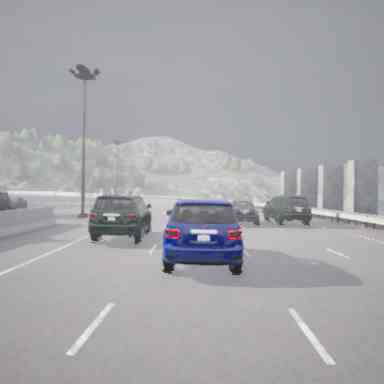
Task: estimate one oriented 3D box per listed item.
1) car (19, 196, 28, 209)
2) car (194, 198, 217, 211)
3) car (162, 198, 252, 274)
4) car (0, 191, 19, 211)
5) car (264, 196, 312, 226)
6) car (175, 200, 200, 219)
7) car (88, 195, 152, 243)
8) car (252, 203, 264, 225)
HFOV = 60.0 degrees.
[{"bbox_3d":[-18.878,1.170,35.185,1.812,1.442,4.674,1,0,-7],"label":"car"},{"bbox_3d":[1.596,1.526,40.877,1.994,1.385,4.181,1,0,-8],"label":"car"},{"bbox_3d":[0.304,1.209,10.765,2.150,2.045,5.566,1,0,0],"label":"car"},{"bbox_3d":[-14.189,0.960,22.322,2.150,2.045,5.566,1,0,-3],"label":"car"},{"bbox_3d":[6.889,1.293,24.576,2.150,2.045,5.566,1,0,-4],"label":"car"},{"bbox_3d":[-0.515,1.472,29.128,1.812,1.442,4.674,1,0,-5],"label":"car"},{"bbox_3d":[-3.238,1.145,15.838,2.150,2.045,5.566,1,0,-1],"label":"car"},{"bbox_3d":[3.382,1.369,24.160,2.097,1.767,4.553,1,0,-3],"label":"car"}]
